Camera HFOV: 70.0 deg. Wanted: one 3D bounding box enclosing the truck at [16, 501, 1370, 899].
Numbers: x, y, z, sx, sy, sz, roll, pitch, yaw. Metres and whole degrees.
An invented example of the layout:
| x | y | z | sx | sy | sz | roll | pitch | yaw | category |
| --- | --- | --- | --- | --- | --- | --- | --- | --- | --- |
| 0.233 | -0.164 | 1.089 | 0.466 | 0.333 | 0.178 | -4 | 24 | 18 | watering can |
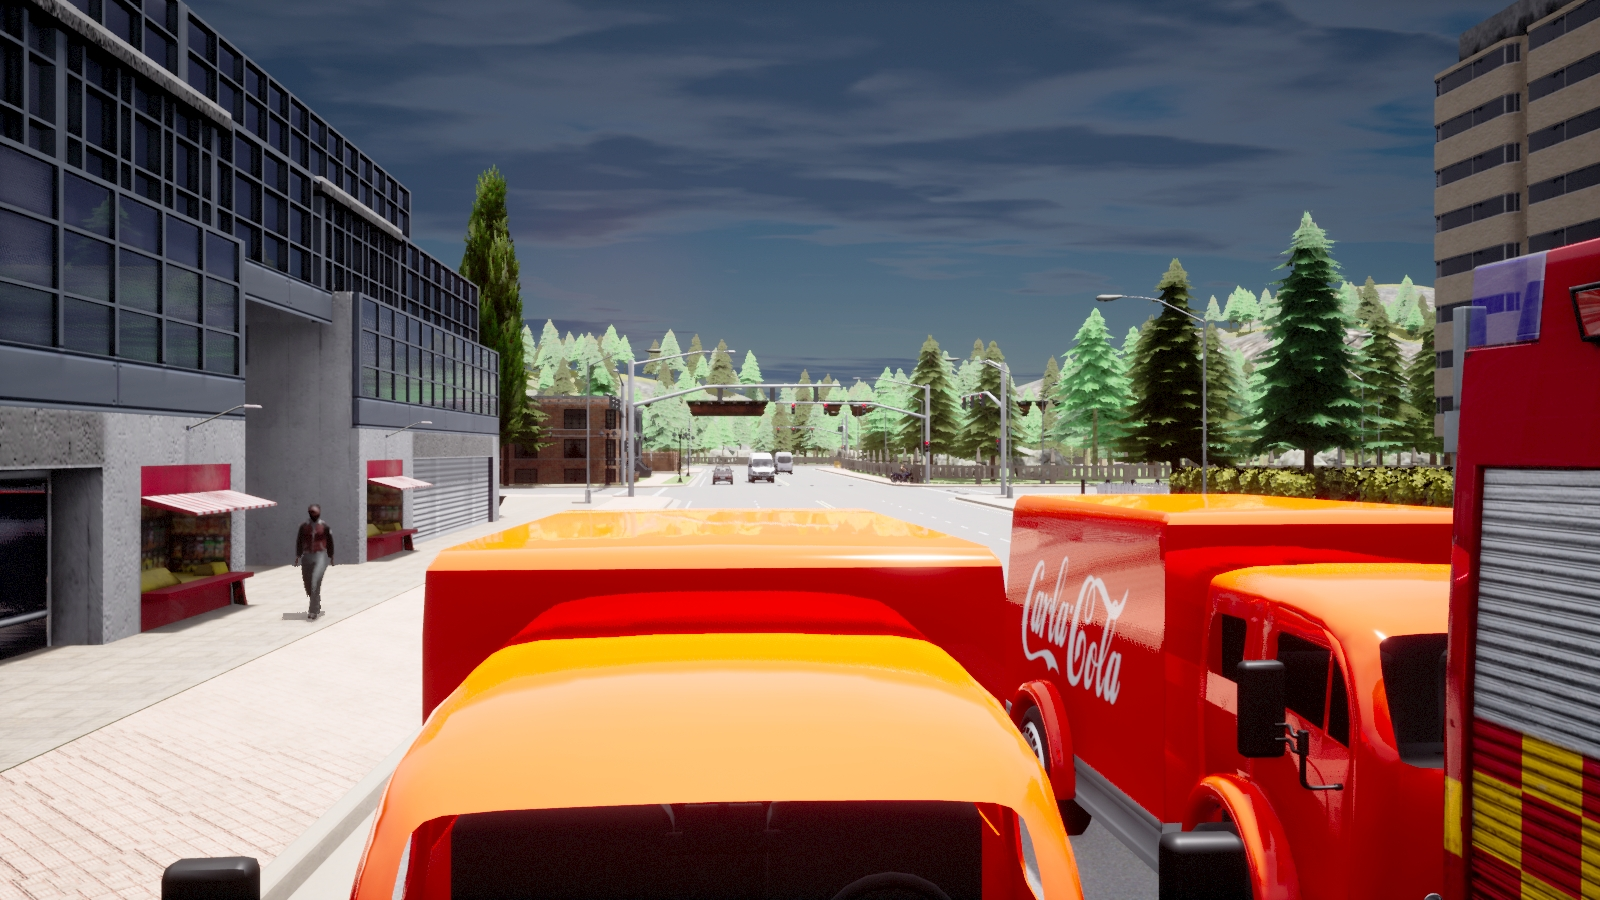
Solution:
| x | y | z | sx | sy | sz | roll | pitch | yaw | category |
| --- | --- | --- | --- | --- | --- | --- | --- | --- | --- |
| -0.347 | 1.568 | 4.821 | 2.627 | 2.467 | 5.204 | 0 | 0 | -4 | truck |

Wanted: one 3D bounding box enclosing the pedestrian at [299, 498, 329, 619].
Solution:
| x | y | z | sx | sy | sz | roll | pitch | yaw | category |
| --- | --- | --- | --- | --- | --- | --- | --- | --- | --- |
| -7.633 | 1.698 | 17.956 | 0.375 | 1.860 | 0.375 | 0 | 0 | -14 | pedestrian |

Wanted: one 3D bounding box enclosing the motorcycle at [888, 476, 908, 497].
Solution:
| x | y | z | sx | sy | sz | roll | pitch | yaw | category |
| --- | --- | --- | --- | --- | --- | --- | --- | --- | --- |
| 5.944 | 2.205 | 69.519 | 0.867 | 1.251 | 2.209 | 0 | 0 | -4 | motorcycle |

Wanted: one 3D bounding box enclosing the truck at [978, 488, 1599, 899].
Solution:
| x | y | z | sx | sy | sz | roll | pitch | yaw | category |
| --- | --- | --- | --- | --- | --- | --- | --- | --- | --- |
| 3.003 | 1.568 | 7.234 | 2.627 | 2.467 | 5.204 | 0 | 0 | -4 | truck |
